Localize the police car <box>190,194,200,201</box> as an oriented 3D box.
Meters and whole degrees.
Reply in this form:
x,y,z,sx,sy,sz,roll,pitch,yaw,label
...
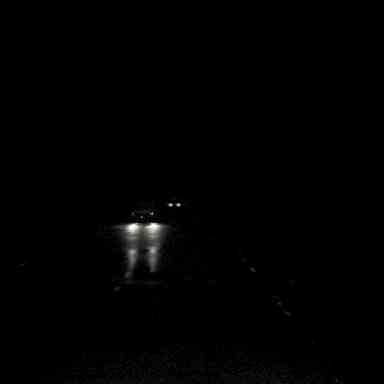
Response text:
x,y,z,sx,sy,sz,roll,pitch,yaw,label
1.076,1.601,90.907,1.930,1.638,5.238,0,0,0,police car

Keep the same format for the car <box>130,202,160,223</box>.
x,y,z,sx,sy,sz,roll,pitch,yaw,label
-3.592,1.537,26.038,1.812,1.442,4.674,0,0,0,car

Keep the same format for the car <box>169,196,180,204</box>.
x,y,z,sx,sy,sz,roll,pitch,yaw,label
-3.487,1.579,67.305,1.882,1.535,5.008,0,0,0,car
